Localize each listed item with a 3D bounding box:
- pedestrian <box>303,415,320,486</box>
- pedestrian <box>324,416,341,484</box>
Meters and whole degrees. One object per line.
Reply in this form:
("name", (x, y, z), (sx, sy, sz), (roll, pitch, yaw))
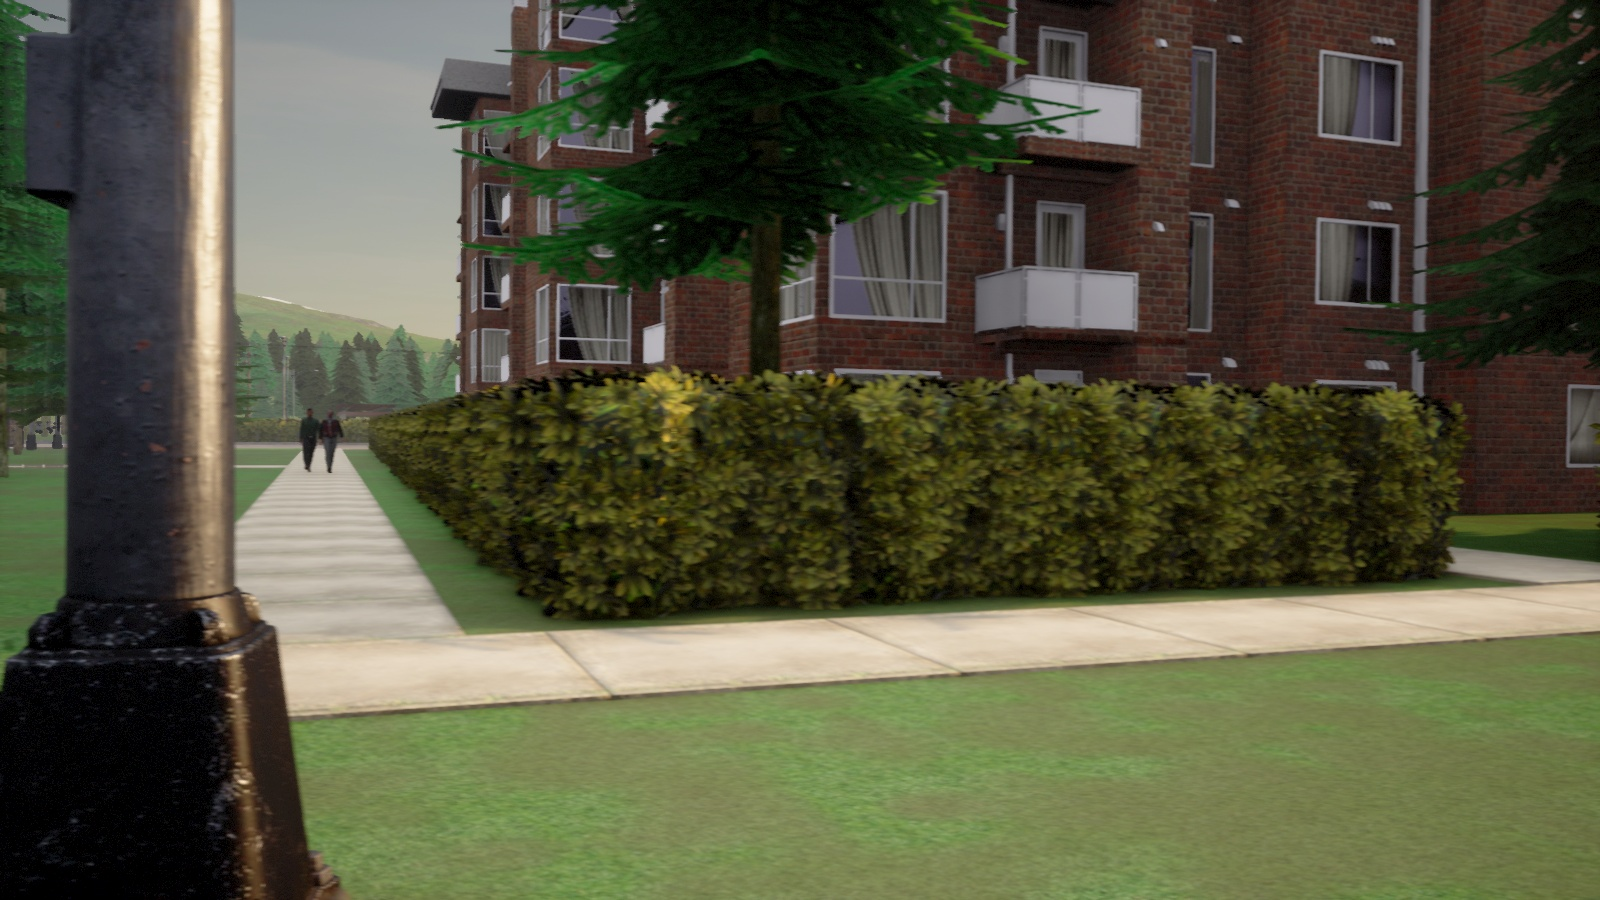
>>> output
("pedestrian", (-13.639, 0.004, 35.067), (0.423, 1.949, 0.788), (-1, 1, -20))
("pedestrian", (-12.907, 0.002, 34.668), (0.376, 1.854, 0.720), (-1, 1, -23))
